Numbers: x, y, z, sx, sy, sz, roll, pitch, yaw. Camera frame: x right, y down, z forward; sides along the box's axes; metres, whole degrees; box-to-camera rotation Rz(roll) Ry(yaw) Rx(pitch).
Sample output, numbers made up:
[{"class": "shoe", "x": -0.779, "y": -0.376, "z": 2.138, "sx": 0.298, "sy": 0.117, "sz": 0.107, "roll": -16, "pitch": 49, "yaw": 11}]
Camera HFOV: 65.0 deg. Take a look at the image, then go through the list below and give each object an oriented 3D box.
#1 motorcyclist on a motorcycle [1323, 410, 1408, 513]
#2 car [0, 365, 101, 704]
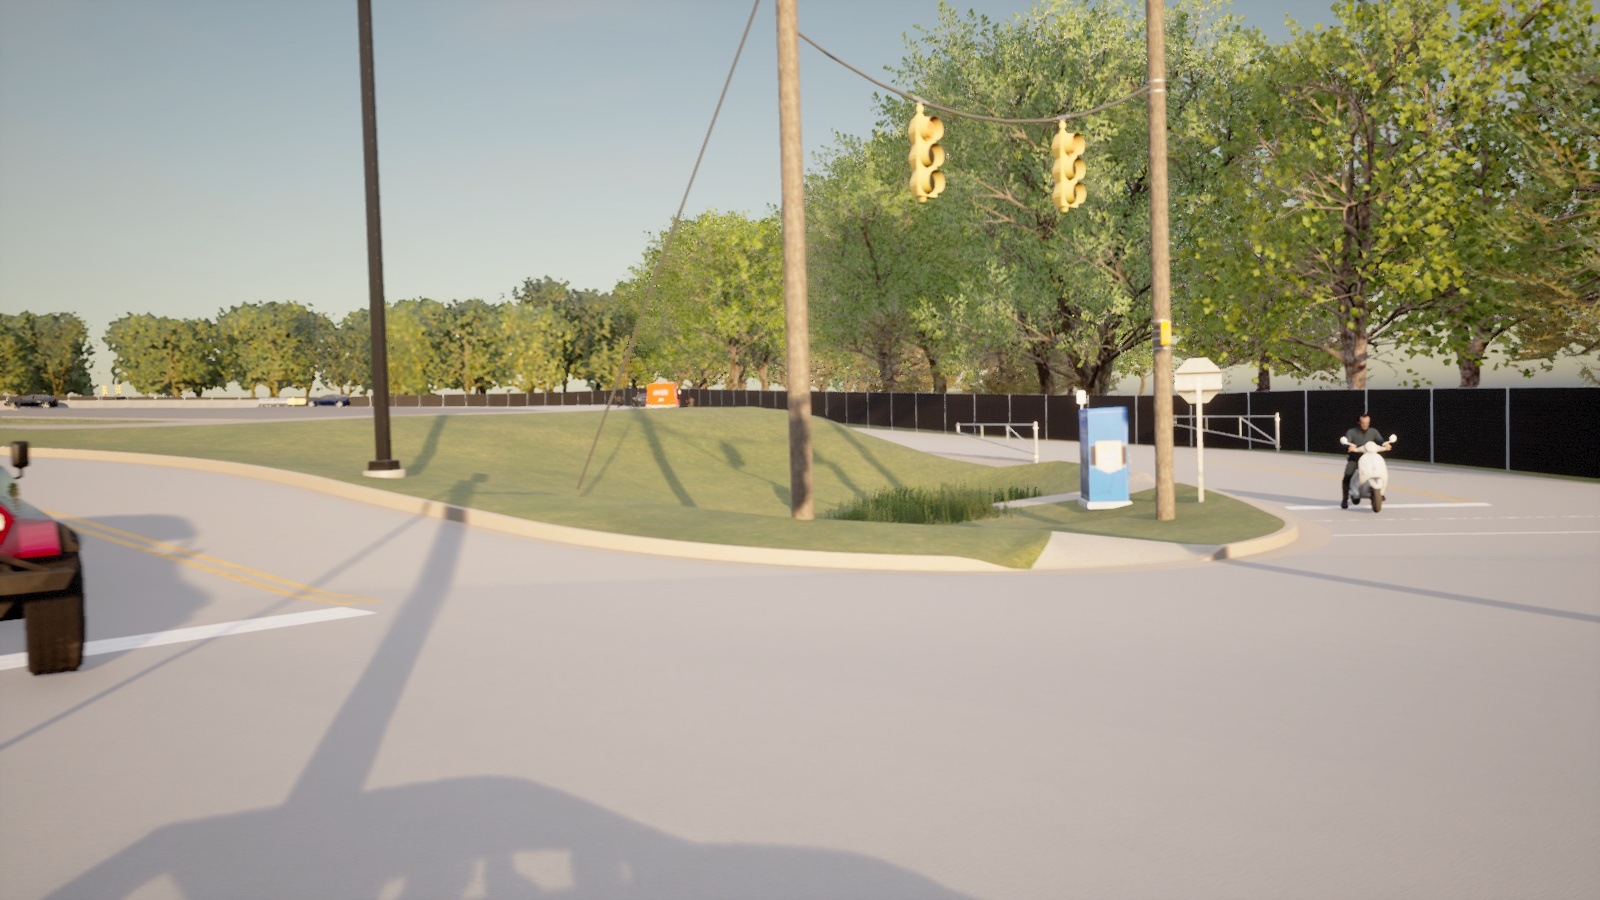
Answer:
[{"class": "motorcyclist on a motorcycle", "x": 9.447, "y": 0.155, "z": 21.032, "sx": 0.866, "sy": 1.590, "sz": 1.817, "roll": -2, "pitch": 3, "yaw": 10}, {"class": "car", "x": -6.034, "y": 0.433, "z": 8.151, "sx": 1.905, "sy": 1.878, "sz": 3.866, "roll": -3, "pitch": 4, "yaw": -39}]
